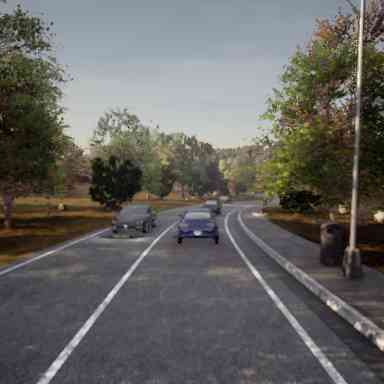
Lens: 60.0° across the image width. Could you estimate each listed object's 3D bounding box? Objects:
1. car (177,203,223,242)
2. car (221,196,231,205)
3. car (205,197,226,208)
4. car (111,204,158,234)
[{"bbox_3d":[0.329,1.490,15.984,1.812,1.442,4.674,-1,1,2],"label":"car"},{"bbox_3d":[5.834,1.480,60.428,1.812,1.442,4.674,2,1,21],"label":"car"},{"bbox_3d":[1.970,1.512,32.363,1.812,1.442,4.674,1,0,9],"label":"car"},{"bbox_3d":[-3.182,1.469,19.136,1.837,1.490,4.892,0,0,4],"label":"car"}]
